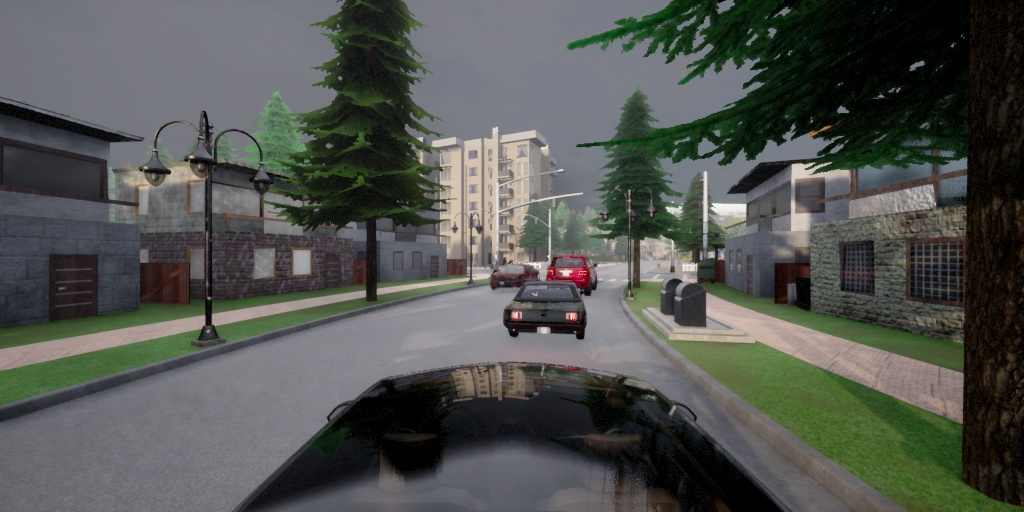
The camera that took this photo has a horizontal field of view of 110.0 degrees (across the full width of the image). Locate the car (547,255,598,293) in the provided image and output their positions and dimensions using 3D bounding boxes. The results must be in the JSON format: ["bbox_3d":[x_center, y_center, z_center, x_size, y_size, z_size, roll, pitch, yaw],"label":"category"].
[{"bbox_3d":[3.370,0.971,19.596,2.150,2.045,5.566,0,0,18],"label":"car"}]

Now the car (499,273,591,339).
[{"bbox_3d":[1.073,1.351,10.100,1.895,1.301,4.718,0,0,9],"label":"car"}]

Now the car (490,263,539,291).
[{"bbox_3d":[0.265,1.227,21.799,1.882,1.535,5.008,0,0,19],"label":"car"}]
